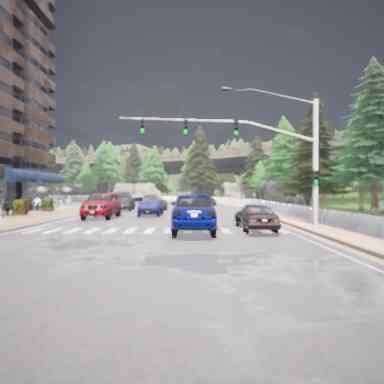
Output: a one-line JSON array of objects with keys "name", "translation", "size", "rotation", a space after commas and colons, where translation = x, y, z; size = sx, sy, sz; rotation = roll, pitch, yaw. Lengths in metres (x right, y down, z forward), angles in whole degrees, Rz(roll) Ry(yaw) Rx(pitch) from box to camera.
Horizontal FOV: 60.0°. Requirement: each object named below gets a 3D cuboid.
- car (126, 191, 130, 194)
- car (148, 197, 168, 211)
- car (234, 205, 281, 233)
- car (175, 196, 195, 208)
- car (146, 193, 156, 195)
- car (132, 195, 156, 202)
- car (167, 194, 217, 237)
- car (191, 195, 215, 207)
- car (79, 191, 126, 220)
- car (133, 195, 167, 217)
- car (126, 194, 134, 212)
[{"name": "car", "translation": [-9.983, 0.933, 48.385], "size": [2.150, 2.045, 5.566], "rotation": [0, 2, -29]}, {"name": "car", "translation": [-3.836, 1.349, 38.214], "size": [1.994, 1.385, 4.181], "rotation": [0, 0, -2]}, {"name": "car", "translation": [3.593, 1.447, 18.919], "size": [2.033, 1.411, 5.357], "rotation": [0, 0, 0]}, {"name": "car", "translation": [-1.024, 1.287, 44.088], "size": [1.812, 1.442, 4.674], "rotation": [0, 0, -12]}, {"name": "car", "translation": [-5.547, 1.090, 46.892], "size": [2.097, 1.767, 4.553], "rotation": [0, 0, -19]}, {"name": "car", "translation": [-9.312, 1.242, 64.227], "size": [4.718, 1.301, 1.895], "rotation": [0, 0, 37]}, {"name": "car", "translation": [0.096, 1.120, 17.484], "size": [2.150, 2.045, 5.566], "rotation": [0, 0, 0]}, {"name": "car", "translation": [1.496, 1.225, 47.861], "size": [1.882, 1.535, 5.008], "rotation": [0, 0, -17]}, {"name": "car", "translation": [-7.078, 1.061, 26.317], "size": [2.150, 2.045, 5.566], "rotation": [0, 0, 0]}, {"name": "car", "translation": [-3.579, 1.309, 29.228], "size": [1.882, 1.535, 5.008], "rotation": [0, 0, 0]}, {"name": "car", "translation": [-7.256, 1.281, 36.061], "size": [2.128, 1.511, 4.902], "rotation": [0, 0, -2]}]
